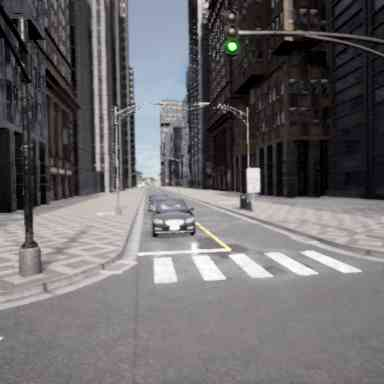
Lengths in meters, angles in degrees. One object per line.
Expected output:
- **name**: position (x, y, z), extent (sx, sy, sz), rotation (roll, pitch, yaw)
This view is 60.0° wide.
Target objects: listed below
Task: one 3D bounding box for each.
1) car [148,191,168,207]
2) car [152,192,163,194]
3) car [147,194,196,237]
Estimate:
- **car**: position (-3.573, 0.689, 34.411), extent (1.994, 1.385, 4.181), rotation (-1, 2, -7)
- **car**: position (-2.240, 0.929, 24.558), extent (1.994, 1.385, 4.181), rotation (-1, 2, -8)
- **car**: position (-1.012, 1.077, 15.509), extent (2.128, 1.511, 4.902), rotation (-1, 2, -8)
